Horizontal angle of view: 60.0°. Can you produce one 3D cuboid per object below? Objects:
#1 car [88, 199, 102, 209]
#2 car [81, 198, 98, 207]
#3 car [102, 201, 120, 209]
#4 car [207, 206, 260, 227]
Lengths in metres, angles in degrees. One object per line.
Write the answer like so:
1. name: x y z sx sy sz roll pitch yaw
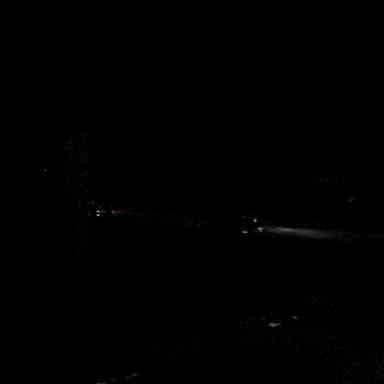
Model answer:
1. car: -17.032 2.307 54.879 1.895 1.301 4.718 -1 1 -36
2. car: -20.188 2.064 65.446 1.837 1.490 4.892 -1 1 -36
3. car: -14.190 2.231 57.105 1.895 1.301 4.718 -1 1 -35
4. car: 3.215 1.893 26.470 2.128 1.511 4.902 -1 0 -35
